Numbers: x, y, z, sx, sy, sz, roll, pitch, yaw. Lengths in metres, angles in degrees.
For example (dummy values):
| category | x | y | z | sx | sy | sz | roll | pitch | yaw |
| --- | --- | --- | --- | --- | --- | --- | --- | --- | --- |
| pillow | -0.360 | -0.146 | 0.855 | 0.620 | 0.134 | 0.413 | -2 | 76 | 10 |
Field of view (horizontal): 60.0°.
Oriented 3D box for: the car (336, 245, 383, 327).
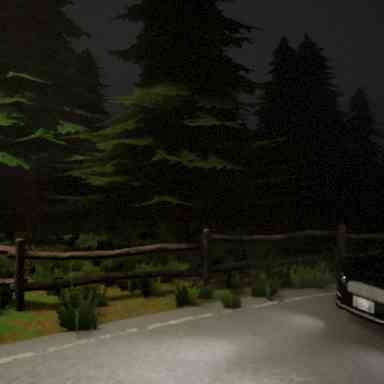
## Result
| category | x | y | z | sx | sy | sz | roll | pitch | yaw |
| --- | --- | --- | --- | --- | --- | --- | --- | --- | --- |
| car | 4.871 | 1.449 | 6.048 | 4.902 | 1.511 | 2.128 | 0 | 1 | -23 |
